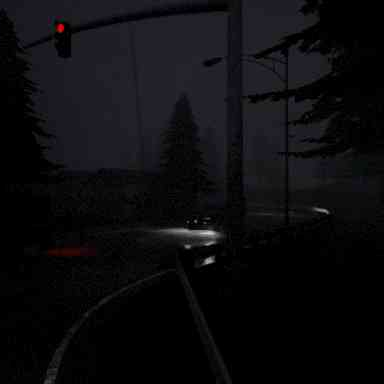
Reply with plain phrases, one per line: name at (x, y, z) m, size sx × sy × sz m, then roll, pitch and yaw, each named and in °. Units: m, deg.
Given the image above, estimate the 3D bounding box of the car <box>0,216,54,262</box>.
car at (-6.743, 1.478, 10.022) m, size 1.882 × 1.535 × 5.008 m, roll 0°, pitch 0°, yaw 36°

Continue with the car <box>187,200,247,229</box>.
car at (1.572, 1.492, 21.766) m, size 1.837 × 1.490 × 4.892 m, roll 0°, pitch 0°, yaw 34°

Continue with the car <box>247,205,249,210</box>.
car at (4.105, 1.595, 37.104) m, size 1.895 × 1.301 × 4.718 m, roll 0°, pitch 0°, yaw -40°
